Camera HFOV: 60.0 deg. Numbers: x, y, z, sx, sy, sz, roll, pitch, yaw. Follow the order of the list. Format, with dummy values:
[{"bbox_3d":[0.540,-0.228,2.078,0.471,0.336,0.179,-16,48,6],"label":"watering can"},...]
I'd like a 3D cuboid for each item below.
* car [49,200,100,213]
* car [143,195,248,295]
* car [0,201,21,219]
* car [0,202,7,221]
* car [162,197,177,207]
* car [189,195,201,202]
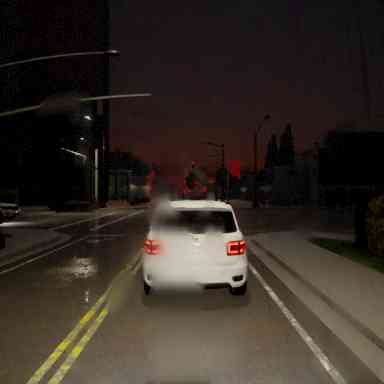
[{"bbox_3d":[-13.179,1.623,37.492,5.357,1.411,2.033,-1,0,9],"label":"car"},{"bbox_3d":[0.078,1.221,8.832,2.150,2.045,5.566,0,0,0],"label":"car"},{"bbox_3d":[-17.302,1.338,27.570,5.566,2.045,2.150,-1,0,0],"label":"car"},{"bbox_3d":[-16.222,1.667,24.074,4.181,1.385,1.994,-1,0,0],"label":"car"},{"bbox_3d":[-3.536,1.562,53.030,1.994,1.385,4.181,0,0,0],"label":"car"},{"bbox_3d":[0.828,1.464,78.702,1.882,1.535,5.008,0,0,12],"label":"car"}]
